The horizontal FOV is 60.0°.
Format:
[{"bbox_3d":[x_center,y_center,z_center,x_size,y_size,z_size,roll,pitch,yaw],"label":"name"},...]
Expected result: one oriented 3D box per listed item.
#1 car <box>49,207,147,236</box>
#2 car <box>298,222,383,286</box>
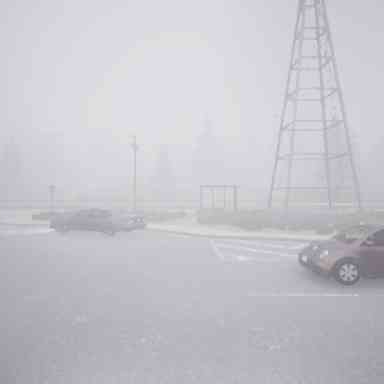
[{"bbox_3d":[-5.121,1.530,18.061,5.357,1.411,2.033,0,0,21],"label":"car"},{"bbox_3d":[4.890,1.512,8.734,3.905,1.438,1.784,0,0,0],"label":"car"}]
